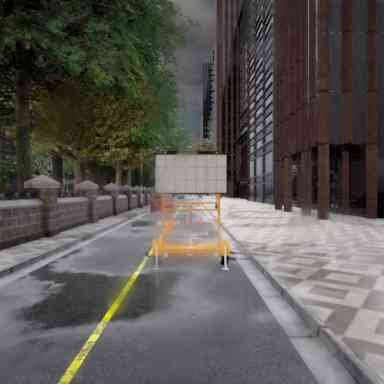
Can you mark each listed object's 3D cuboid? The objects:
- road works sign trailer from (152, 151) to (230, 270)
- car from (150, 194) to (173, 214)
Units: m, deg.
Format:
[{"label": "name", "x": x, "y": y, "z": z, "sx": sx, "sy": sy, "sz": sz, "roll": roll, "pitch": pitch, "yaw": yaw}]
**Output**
[{"label": "road works sign trailer", "x": -0.029, "y": 0.464, "z": 11.017, "sx": 2.380, "sy": 3.560, "sz": 2.880, "roll": 0, "pitch": 0, "yaw": 0}, {"label": "car", "x": -3.198, "y": 1.200, "z": 36.082, "sx": 2.150, "sy": 2.045, "sz": 5.566, "roll": 0, "pitch": 0, "yaw": 0}]
